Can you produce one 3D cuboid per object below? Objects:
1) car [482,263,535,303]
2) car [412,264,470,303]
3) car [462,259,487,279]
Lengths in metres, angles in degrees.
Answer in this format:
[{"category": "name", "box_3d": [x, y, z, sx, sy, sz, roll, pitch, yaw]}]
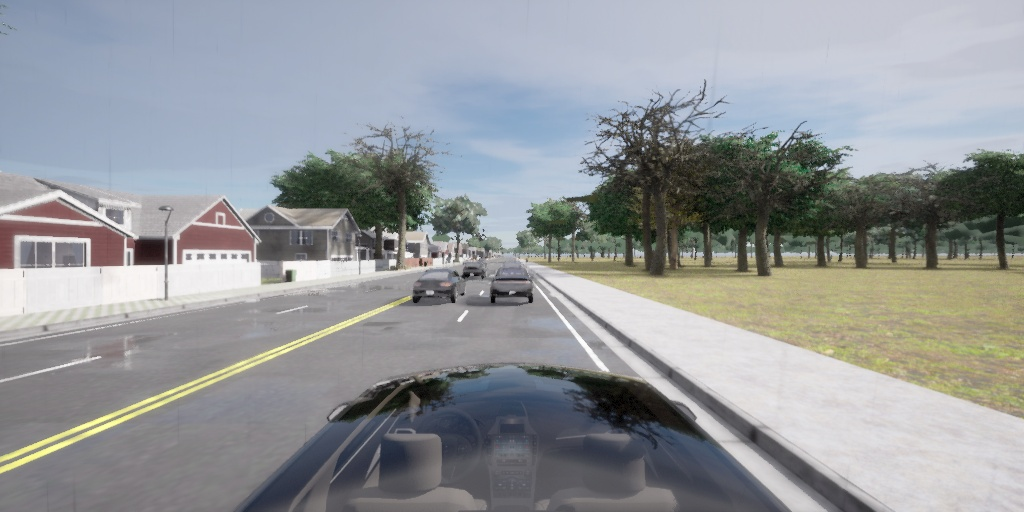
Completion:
[{"category": "car", "box_3d": [0.000, 1.243, 16.500, 2.128, 1.511, 4.902, 0, 0, 0]}, {"category": "car", "box_3d": [-3.250, 1.281, 16.501, 1.812, 1.442, 4.674, 0, 0, 0]}, {"category": "car", "box_3d": [-3.250, 1.262, 31.500, 1.837, 1.490, 4.892, 0, 0, 0]}]
